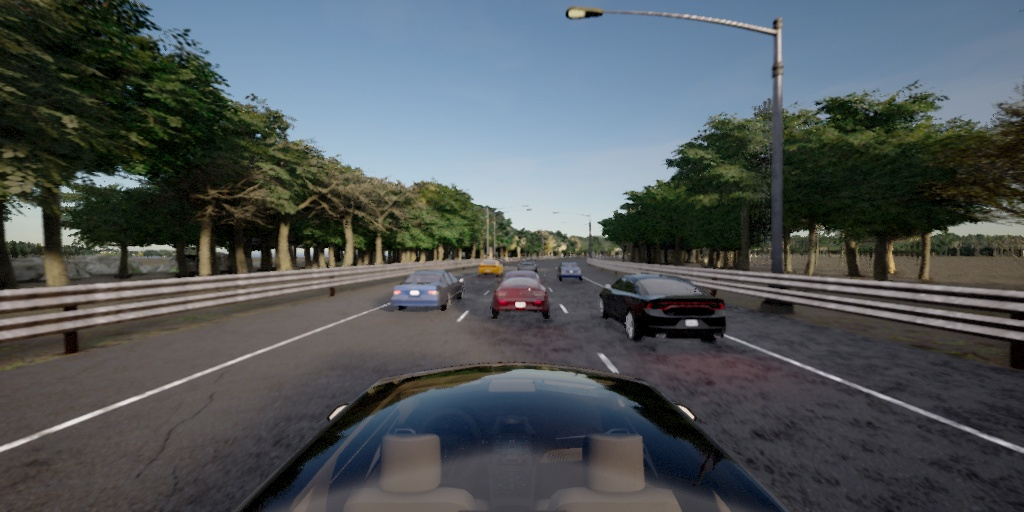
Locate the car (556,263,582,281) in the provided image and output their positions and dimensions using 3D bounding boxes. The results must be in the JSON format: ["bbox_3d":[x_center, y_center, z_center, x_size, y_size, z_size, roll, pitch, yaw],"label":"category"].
[{"bbox_3d":[4.639,1.245,29.450,2.033,1.411,5.357,0,0,4],"label":"car"}]

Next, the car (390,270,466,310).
[{"bbox_3d":[-3.161,1.267,14.446,2.033,1.411,5.357,0,0,2],"label":"car"}]

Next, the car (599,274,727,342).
[{"bbox_3d":[3.731,1.216,9.813,1.882,1.535,5.008,0,0,1],"label":"car"}]

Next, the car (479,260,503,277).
[{"bbox_3d":[-1.970,1.154,34.592,1.882,1.535,5.008,0,0,5],"label":"car"}]

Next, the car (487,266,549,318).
[{"bbox_3d":[0.305,1.253,12.782,1.812,1.442,4.674,0,0,2],"label":"car"}]

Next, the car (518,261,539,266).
[{"bbox_3d":[1.540,1.173,34.519,2.128,1.511,4.902,0,0,5],"label":"car"}]
